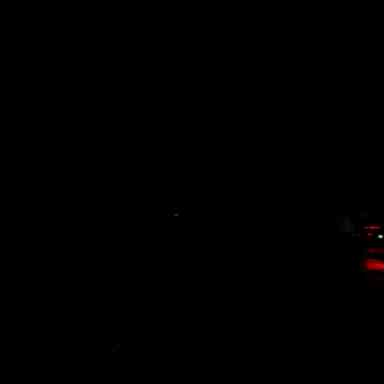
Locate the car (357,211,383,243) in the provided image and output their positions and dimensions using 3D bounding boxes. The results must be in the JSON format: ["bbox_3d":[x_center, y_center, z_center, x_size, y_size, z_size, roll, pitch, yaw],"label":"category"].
[{"bbox_3d":[10.730,2.061,18.974,1.837,1.490,4.892,-2,-2,29],"label":"car"}]

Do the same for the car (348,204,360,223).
[{"bbox_3d":[15.684,2.364,36.335,2.150,2.045,5.566,-1,-2,3],"label":"car"}]

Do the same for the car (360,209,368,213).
[{"bbox_3d":[19.095,2.647,38.621,1.882,1.535,5.008,-1,-2,0],"label":"car"}]
